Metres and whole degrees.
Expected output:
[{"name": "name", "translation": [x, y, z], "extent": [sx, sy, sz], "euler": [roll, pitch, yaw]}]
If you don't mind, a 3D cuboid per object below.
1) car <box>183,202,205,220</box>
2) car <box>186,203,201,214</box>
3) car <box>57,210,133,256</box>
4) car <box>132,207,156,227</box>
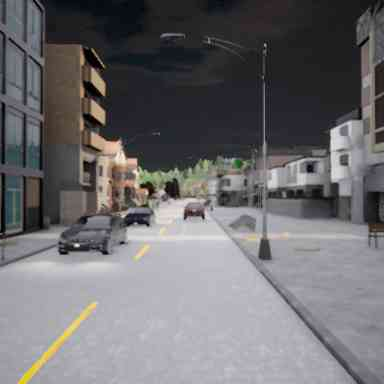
[{"name": "car", "translation": [0.228, 1.776, 33.214], "extent": [2.097, 1.767, 4.553], "euler": [0, -1, 1]}, {"name": "car", "translation": [0.257, 2.158, 43.747], "extent": [1.895, 1.301, 4.718], "euler": [0, -1, 1]}, {"name": "car", "translation": [-4.002, 1.682, 14.098], "extent": [1.837, 1.490, 4.892], "euler": [0, -1, 1]}, {"name": "car", "translation": [-3.940, 1.876, 26.153], "extent": [2.033, 1.411, 5.357], "euler": [0, -1, 1]}]
